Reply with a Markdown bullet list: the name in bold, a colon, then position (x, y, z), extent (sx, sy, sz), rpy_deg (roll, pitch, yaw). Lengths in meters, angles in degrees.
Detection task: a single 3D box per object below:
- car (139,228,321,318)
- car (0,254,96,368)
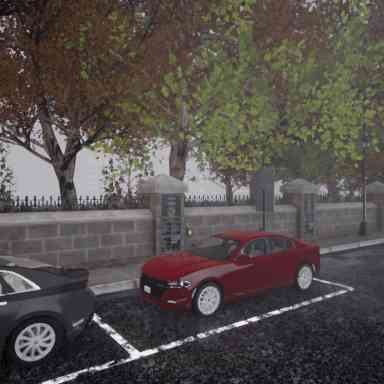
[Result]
- **car**: position (1.012, 1.545, 7.421), extent (4.507, 1.381, 1.887), rpy_deg (0, 0, -35)
- **car**: position (-3.478, 1.551, 4.174), extent (4.403, 1.369, 2.008), rpy_deg (0, 0, -35)
